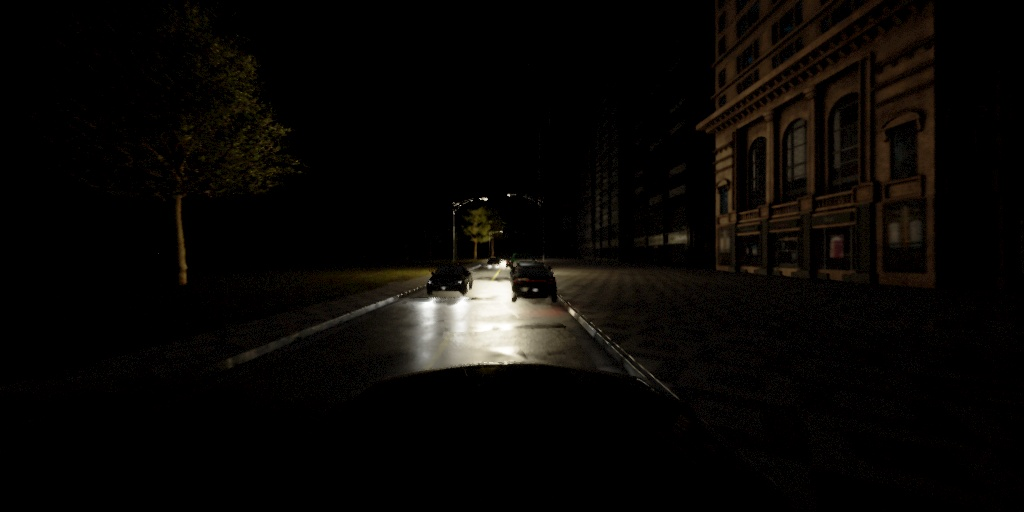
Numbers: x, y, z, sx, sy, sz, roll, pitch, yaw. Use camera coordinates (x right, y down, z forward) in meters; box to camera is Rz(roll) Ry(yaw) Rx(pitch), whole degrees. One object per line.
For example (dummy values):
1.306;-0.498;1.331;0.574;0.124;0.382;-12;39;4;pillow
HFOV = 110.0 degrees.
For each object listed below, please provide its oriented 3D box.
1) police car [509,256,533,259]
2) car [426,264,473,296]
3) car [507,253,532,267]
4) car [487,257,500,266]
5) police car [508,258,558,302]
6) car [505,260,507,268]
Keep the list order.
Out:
0.905;1.009;26.404;1.930;1.638;5.238;0;0;0;police car
-3.095;1.166;18.552;1.812;1.442;4.674;0;0;0;car
0.904;0.764;32.323;2.150;2.045;5.566;0;0;0;car
-3.036;0.876;59.870;1.994;1.385;4.181;0;0;1;car
0.904;1.080;16.404;1.930;1.638;5.238;0;0;0;police car
0.011;0.931;51.491;2.033;1.411;5.357;0;1;0;car
